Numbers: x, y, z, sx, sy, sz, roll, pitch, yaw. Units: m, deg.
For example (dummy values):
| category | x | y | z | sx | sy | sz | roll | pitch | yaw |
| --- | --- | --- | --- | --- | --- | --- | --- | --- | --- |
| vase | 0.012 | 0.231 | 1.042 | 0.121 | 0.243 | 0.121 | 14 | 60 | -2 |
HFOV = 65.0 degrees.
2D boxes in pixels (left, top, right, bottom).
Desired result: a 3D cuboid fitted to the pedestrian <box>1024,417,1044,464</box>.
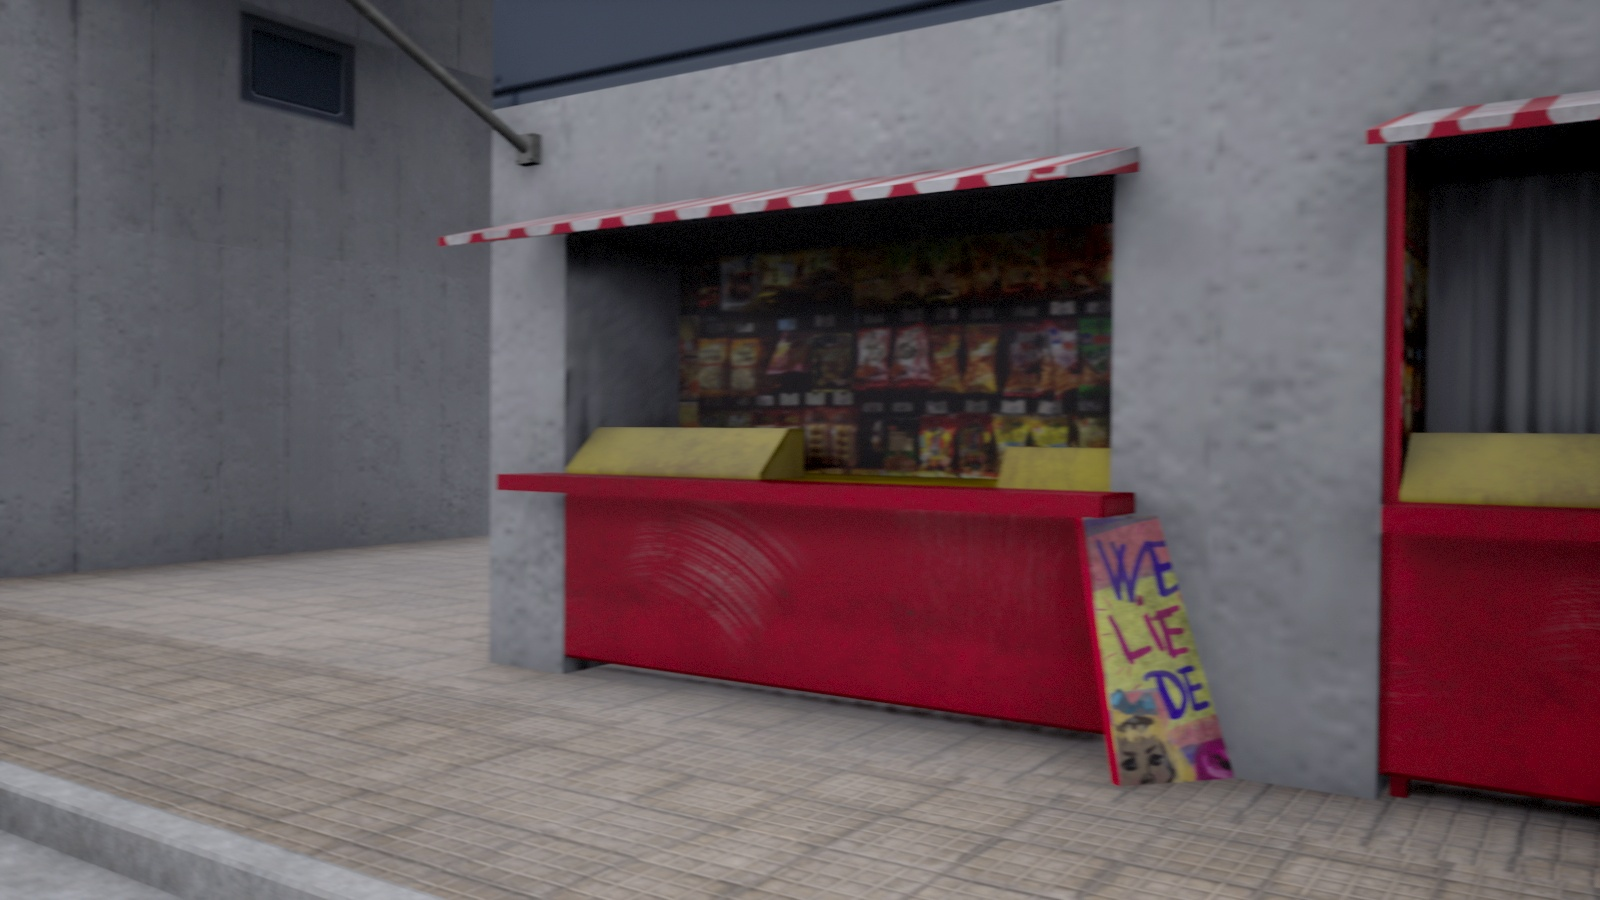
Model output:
| category | x | y | z | sx | sy | sz | roll | pitch | yaw |
| --- | --- | --- | --- | --- | --- | --- | --- | --- | --- |
| pedestrian | 9.573 | -0.395 | 51.306 | 0.692 | 1.930 | 0.395 | 0 | 1 | 39 |
